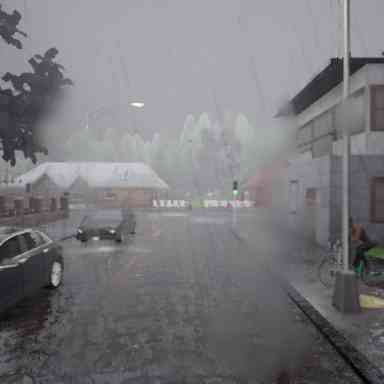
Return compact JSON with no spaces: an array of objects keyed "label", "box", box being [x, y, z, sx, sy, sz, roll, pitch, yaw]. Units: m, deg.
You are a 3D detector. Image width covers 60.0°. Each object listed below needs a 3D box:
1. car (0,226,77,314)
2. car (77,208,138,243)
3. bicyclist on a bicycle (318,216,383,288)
[{"label":"car","box":[-4.041,1.488,6.314,1.837,1.490,4.892,0,0,1]},{"label":"car","box":[-3.897,1.522,16.275,2.033,1.411,5.357,0,0,1]},{"label":"bicyclist on a bicycle","box":[3.635,1.352,7.444,1.656,1.620,0.582,0,0,1]}]
